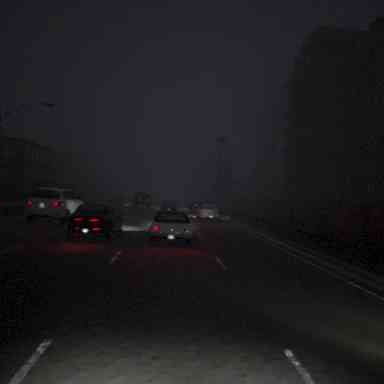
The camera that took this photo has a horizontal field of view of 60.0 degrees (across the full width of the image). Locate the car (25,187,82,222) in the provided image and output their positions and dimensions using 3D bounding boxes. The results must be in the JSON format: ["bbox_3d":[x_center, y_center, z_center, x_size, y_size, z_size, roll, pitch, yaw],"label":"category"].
[{"bbox_3d":[-8.313,0.769,20.655,2.150,2.045,5.566,4,0,-4],"label":"car"}]

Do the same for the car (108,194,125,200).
[{"bbox_3d":[-10.094,1.070,44.592,2.128,1.511,4.902,4,0,-4],"label":"car"}]

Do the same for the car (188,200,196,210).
[{"bbox_3d":[0.581,1.804,41.683,2.128,1.511,4.902,4,0,-4],"label":"car"}]

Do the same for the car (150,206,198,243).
[{"bbox_3d":[-1.029,1.634,16.456,1.895,1.301,4.718,4,0,-4],"label":"car"}]

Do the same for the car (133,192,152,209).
[{"bbox_3d":[-6.529,1.046,43.990,2.150,2.045,5.566,4,0,-4],"label":"car"}]

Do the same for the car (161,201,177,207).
[{"bbox_3d":[-2.705,1.665,39.256,1.895,1.301,4.718,4,0,-4],"label":"car"}]

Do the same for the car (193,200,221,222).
[{"bbox_3d":[1.447,1.823,30.006,1.812,1.442,4.674,4,0,-4],"label":"car"}]

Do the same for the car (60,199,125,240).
[{"bbox_3d":[-4.479,1.292,15.877,1.837,1.490,4.892,4,0,-4],"label":"car"}]
